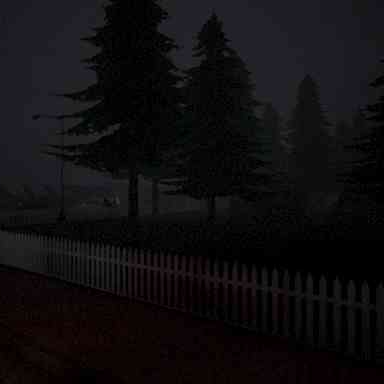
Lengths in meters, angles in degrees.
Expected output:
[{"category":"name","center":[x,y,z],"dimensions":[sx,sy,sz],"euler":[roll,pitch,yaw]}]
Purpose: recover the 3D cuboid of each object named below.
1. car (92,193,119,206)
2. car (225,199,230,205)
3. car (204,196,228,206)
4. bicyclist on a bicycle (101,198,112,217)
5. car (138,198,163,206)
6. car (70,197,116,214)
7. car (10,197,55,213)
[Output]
[{"category":"car","center":[-12.537,1.219,45.704],"dimensions":[2.150,2.045,5.566],"euler":[0,0,34]},{"category":"car","center":[4.292,1.219,51.455],"dimensions":[2.150,2.045,5.566],"euler":[0,0,34]},{"category":"car","center":[4.218,1.475,57.604],"dimensions":[1.882,1.535,5.008],"euler":[0,0,34]},{"category":"bicyclist on a bicycle","center":[-7.176,1.301,27.836],"dimensions":[1.656,1.620,0.582],"euler":[0,0,34]},{"category":"car","center":[-6.683,1.489,54.266],"dimensions":[2.128,1.511,4.902],"euler":[0,0,35]},{"category":"car","center":[-10.760,1.523,35.540],"dimensions":[1.812,1.442,4.674],"euler":[0,0,34]},{"category":"car","center":[-18.032,1.349,37.629],"dimensions":[2.097,1.767,4.553],"euler":[0,0,34]}]
